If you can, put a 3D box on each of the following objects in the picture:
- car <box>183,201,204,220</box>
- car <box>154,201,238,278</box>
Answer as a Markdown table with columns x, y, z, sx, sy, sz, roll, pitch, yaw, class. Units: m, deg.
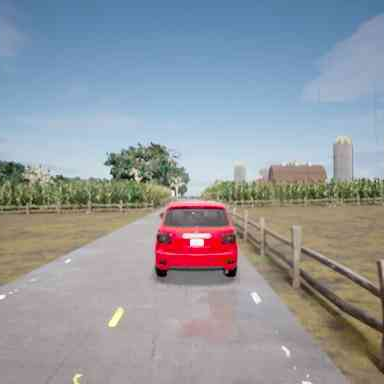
| x | y | z | sx | sy | sz | roll | pitch | yaw | class |
| --- | --- | --- | --- | --- | --- | --- | --- | --- | --- |
| 0.135 | 1.634 | 31.026 | 1.837 | 1.490 | 4.892 | 0 | 0 | 0 | car |
| 0.110 | 1.275 | 10.500 | 2.150 | 2.045 | 5.566 | 0 | 0 | 0 | car |
